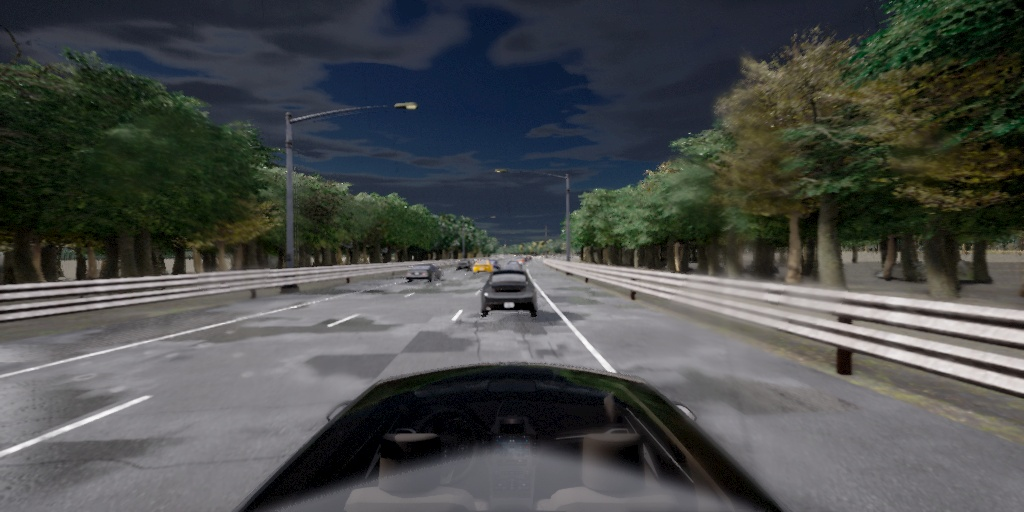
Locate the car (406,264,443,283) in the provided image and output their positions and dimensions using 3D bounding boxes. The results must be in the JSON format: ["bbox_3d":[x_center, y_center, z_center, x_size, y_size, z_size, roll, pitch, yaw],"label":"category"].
[{"bbox_3d":[-6.980,1.360,28.900,2.033,1.411,5.357,0,0,1],"label":"car"}]

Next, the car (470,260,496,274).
[{"bbox_3d":[-3.262,1.256,41.411,1.882,1.535,5.008,0,0,1],"label":"car"}]

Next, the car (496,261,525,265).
[{"bbox_3d":[-0.066,1.354,29.890,1.895,1.301,4.718,0,0,1],"label":"car"}]

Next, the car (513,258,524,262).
[{"bbox_3d":[0.171,1.315,42.891,1.994,1.385,4.181,0,0,1],"label":"car"}]

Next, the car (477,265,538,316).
[{"bbox_3d":[-0.107,1.254,13.357,1.837,1.490,4.892,-1,0,0],"label":"car"}]

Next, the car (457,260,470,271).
[{"bbox_3d":[-6.520,1.305,50.363,1.837,1.490,4.892,0,0,2],"label":"car"}]
